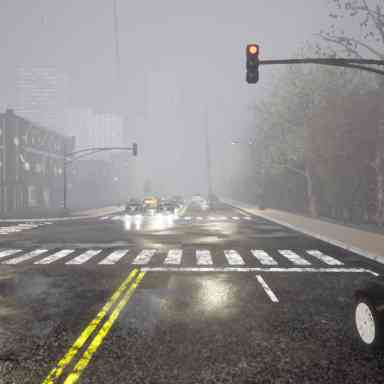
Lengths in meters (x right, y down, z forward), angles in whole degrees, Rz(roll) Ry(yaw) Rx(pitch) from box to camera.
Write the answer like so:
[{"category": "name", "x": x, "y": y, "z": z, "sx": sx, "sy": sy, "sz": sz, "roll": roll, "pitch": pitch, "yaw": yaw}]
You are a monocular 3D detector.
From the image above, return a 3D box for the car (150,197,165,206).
[{"category": "car", "x": -5.739, "y": 1.544, "z": 55.907, "sx": 1.994, "sy": 1.385, "sz": 4.181, "roll": 0, "pitch": 0, "yaw": 2}]

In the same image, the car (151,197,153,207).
[{"category": "car", "x": -5.905, "y": 1.462, "z": 45.856, "sx": 1.882, "sy": 1.535, "sz": 5.008, "roll": 0, "pitch": 0, "yaw": 1}]

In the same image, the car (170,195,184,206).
[{"category": "car", "x": -2.496, "y": 1.332, "z": 56.472, "sx": 2.097, "sy": 1.767, "sz": 4.553, "roll": 0, "pitch": 0, "yaw": 1}]

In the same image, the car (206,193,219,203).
[{"category": "car", "x": 4.332, "y": 1.480, "z": 66.146, "sx": 1.837, "sy": 1.490, "sz": 4.892, "roll": 0, "pitch": 0, "yaw": 1}]

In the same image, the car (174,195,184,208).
[{"category": "car", "x": -2.651, "y": 1.476, "z": 46.181, "sx": 2.128, "sy": 1.511, "sz": 4.902, "roll": 0, "pitch": 0, "yaw": 1}]

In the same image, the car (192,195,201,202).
[{"category": "car", "x": 1.137, "y": 1.509, "z": 76.734, "sx": 2.033, "sy": 1.411, "sz": 5.357, "roll": 0, "pitch": 0, "yaw": 1}]

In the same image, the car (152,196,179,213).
[{"category": "car", "x": -2.847, "y": 1.480, "z": 36.673, "sx": 2.128, "sy": 1.511, "sz": 4.902, "roll": 0, "pitch": 0, "yaw": -2}]

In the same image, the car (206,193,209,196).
[{"category": "car", "x": 4.387, "y": 1.194, "z": 76.609, "sx": 2.150, "sy": 2.045, "sz": 5.566, "roll": 0, "pitch": 0, "yaw": 1}]

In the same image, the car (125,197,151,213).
[{"category": "car", "x": -6.063, "y": 1.480, "z": 36.344, "sx": 2.128, "sy": 1.511, "sz": 4.902, "roll": 0, "pitch": 0, "yaw": -1}]

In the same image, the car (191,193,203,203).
[{"category": "car", "x": 1.083, "y": 1.197, "z": 66.110, "sx": 2.150, "sy": 2.045, "sz": 5.566, "roll": 0, "pitch": 0, "yaw": 1}]

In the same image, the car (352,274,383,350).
[{"category": "car", "x": 3.394, "y": 1.477, "z": 3.191, "sx": 1.882, "sy": 1.535, "sz": 5.008, "roll": 0, "pitch": 0, "yaw": 1}]
